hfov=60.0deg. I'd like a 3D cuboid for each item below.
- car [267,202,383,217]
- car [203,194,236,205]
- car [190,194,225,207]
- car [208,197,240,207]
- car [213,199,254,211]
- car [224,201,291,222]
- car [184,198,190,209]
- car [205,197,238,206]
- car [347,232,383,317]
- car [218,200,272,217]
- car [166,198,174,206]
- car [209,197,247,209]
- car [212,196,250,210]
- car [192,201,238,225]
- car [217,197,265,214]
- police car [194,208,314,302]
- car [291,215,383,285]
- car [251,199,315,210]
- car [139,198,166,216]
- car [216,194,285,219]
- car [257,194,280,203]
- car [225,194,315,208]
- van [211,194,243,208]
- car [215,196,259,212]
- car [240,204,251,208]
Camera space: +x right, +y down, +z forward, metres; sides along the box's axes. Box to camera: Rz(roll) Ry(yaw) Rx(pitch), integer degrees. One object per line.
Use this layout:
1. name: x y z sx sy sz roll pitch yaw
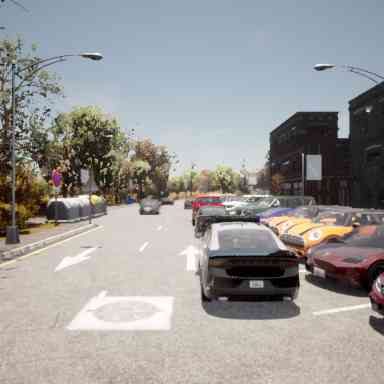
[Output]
1. car: 5.303 1.366 11.668 4.553 1.767 2.185 1 0 -20
2. car: 5.171 1.391 62.734 5.566 2.045 2.435 1 0 -20
3. car: 1.097 1.250 24.390 2.150 2.045 5.566 0 0 0
4. car: 5.200 1.647 53.698 4.674 1.452 2.002 1 0 -20
5. car: 5.232 1.601 41.684 4.674 1.452 2.002 1 0 -20
6. car: 5.222 1.544 26.659 4.792 1.488 2.163 1 0 -20
7. car: -0.129 1.586 46.917 2.128 1.511 4.902 0 0 0
8. car: 5.006 1.613 56.639 5.366 1.575 1.946 1 0 -20
9. car: 5.289 1.527 5.656 4.674 1.452 2.002 1 0 -20
10. car: 5.219 1.560 32.660 4.792 1.488 2.163 1 0 -20
11. car: -4.234 1.740 58.207 1.895 1.301 4.718 0 0 0
12. car: 5.209 1.583 47.695 5.008 1.535 2.097 1 -1 -20
13. car: 5.259 1.447 44.693 4.553 1.767 2.185 1 0 -20
14. car: 1.108 1.491 18.359 1.882 1.535 5.008 0 0 0
15. car: 5.209 1.414 35.675 4.553 1.767 2.185 1 0 -20
16. police car: 1.133 1.428 8.469 1.930 1.638 5.238 0 0 0
17. car: 5.250 1.518 8.648 4.792 1.488 2.163 1 0 -20
18. car: 5.298 1.369 14.669 4.553 1.767 2.185 1 0 -20
19. car: -4.201 1.540 33.761 2.128 1.511 4.902 0 0 0
20. car: 5.225 1.271 29.661 5.566 2.045 2.435 1 0 -20
21. car: 18.074 1.463 78.776 2.435 2.045 5.566 0 0 -22
22. car: 5.247 1.251 20.644 5.566 2.045 2.435 1 0 -20
23. van: 5.318 1.371 50.742 4.442 1.987 1.878 1 -1 -20
24. car: 5.205 1.424 38.676 4.553 1.767 2.185 1 0 -20
25. car: 5.257 1.538 17.666 4.674 1.452 2.002 1 0 -20
